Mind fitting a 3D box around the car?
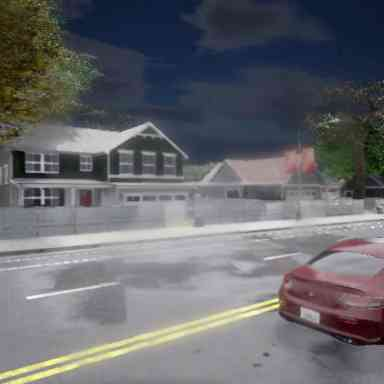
[{"bbox_3d":[3.519,1.553,5.976,4.674,1.442,1.812,0,0,-36],"label":"car"}]
